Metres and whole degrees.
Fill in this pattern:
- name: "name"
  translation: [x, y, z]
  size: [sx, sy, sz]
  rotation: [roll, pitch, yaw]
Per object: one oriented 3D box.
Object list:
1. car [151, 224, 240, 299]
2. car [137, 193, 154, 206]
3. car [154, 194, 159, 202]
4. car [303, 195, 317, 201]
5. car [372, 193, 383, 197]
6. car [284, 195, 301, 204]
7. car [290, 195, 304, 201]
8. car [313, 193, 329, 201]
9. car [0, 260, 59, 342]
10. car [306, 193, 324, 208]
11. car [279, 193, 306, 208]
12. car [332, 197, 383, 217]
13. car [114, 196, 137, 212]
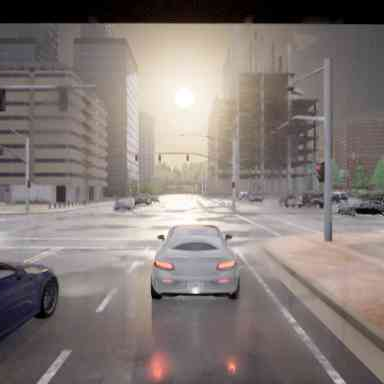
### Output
- name: "car"
  translation: [0.072, 1.520, 8.303]
  size: [1.812, 1.442, 4.674]
  rotation: [0, 0, 0]
- name: "car"
  translation: [-8.149, 1.186, 55.325]
  size: [2.150, 2.045, 5.566]
  rotation: [0, 0, 0]
- name: "car"
  translation: [-8.195, 1.309, 70.886]
  size: [2.097, 1.767, 4.553]
  rotation: [0, 0, 0]
- name: "car"
  translation: [27.184, 1.315, 76.926]
  size: [1.784, 1.438, 3.905]
  rotation: [0, 0, 0]
- name: "car"
  translation: [35.487, 1.114, 61.953]
  size: [1.932, 1.855, 4.605]
  rotation: [0, 0, 0]
- name: "car"
  translation: [18.591, 1.356, 61.785]
  size: [1.970, 1.475, 3.806]
  rotation: [0, 0, 0]
- name: "car"
  translation: [24.289, 1.346, 76.913]
  size: [1.970, 1.475, 3.806]
  rotation: [0, 0, 0]
- name: "car"
  translation: [29.867, 1.104, 76.989]
  size: [1.932, 1.855, 4.605]
  rotation: [0, 0, 0]
- name: "car"
  translation: [-3.441, 1.523, 4.429]
  size: [1.812, 1.442, 4.674]
  rotation: [0, 0, 0]
- name: "car"
  translation: [15.966, 1.128, 44.305]
  size: [1.905, 1.878, 3.866]
  rotation: [0, 0, 0]
- name: "car"
  translation: [13.071, 1.125, 44.346]
  size: [1.932, 1.855, 4.605]
  rotation: [0, 0, 0]
- name: "car"
  translation: [15.612, 1.472, 30.089]
  size: [4.902, 1.511, 2.128]
  rotation: [0, 0, 1]
- name: "car"
  translation: [-7.929, 1.501, 39.109]
  size: [1.812, 1.442, 4.674]
  rotation: [0, 0, -2]
